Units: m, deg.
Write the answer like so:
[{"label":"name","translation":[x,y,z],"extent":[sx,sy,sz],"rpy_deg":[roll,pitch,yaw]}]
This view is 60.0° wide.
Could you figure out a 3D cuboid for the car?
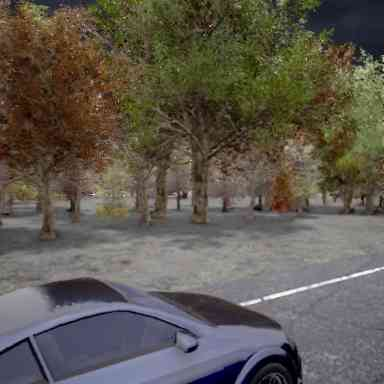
[{"label":"car","translation":[-0.877,1.572,3.120],"extent":[4.181,1.385,1.994],"rpy_deg":[1,0,-35]}]
